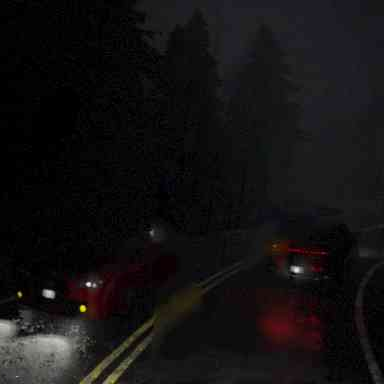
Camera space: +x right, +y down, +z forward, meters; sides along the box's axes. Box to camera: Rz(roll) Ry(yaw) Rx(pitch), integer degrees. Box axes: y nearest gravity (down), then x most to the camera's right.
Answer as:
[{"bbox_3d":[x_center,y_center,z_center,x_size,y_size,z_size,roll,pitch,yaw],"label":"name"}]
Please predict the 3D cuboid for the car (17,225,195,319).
[{"bbox_3d":[-1.536,1.469,7.303,1.994,1.385,4.181,2,2,25],"label":"car"}]

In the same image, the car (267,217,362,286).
[{"bbox_3d":[3.663,1.487,9.712,1.837,1.490,4.892,3,2,31],"label":"car"}]
